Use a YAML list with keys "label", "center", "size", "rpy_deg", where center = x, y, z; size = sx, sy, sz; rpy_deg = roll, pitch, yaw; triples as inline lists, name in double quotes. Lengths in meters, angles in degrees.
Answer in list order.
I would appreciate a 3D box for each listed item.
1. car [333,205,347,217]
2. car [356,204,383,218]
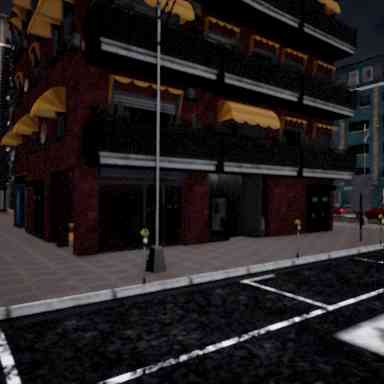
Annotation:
- label: "car"
  center: [15.724, 2.170, 38.372]
  size: [1.802, 1.307, 4.206]
  rpy_deg: [0, -1, -35]
- label: "car"
  center: [18.913, 1.960, 33.834]
  size: [1.967, 1.590, 4.097]
  rpy_deg: [0, -1, -35]
